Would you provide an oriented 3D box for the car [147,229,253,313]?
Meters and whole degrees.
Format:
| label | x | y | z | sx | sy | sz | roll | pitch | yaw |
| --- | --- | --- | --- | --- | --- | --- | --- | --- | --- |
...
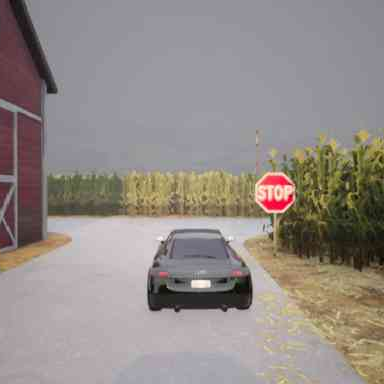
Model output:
| label | x | y | z | sx | sy | sz | roll | pitch | yaw |
| --- | --- | --- | --- | --- | --- | --- | --- | --- | --- |
| car | 0.092 | 1.532 | 7.718 | 1.994 | 1.385 | 4.181 | 0 | 0 | -2 |
